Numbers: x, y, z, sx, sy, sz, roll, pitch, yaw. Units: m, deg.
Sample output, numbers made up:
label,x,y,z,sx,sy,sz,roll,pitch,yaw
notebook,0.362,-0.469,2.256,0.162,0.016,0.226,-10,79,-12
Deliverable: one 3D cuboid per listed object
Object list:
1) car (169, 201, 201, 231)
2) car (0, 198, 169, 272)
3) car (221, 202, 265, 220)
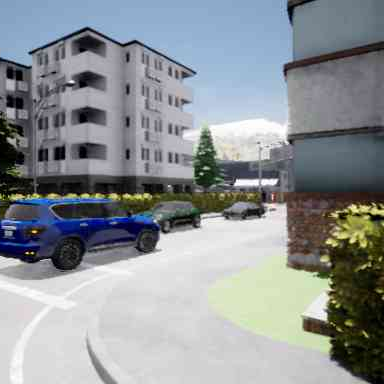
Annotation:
label,x,y,z,sx,sy,sz,roll,pitch,yaw
car,-1.396,1.353,19.853,2.097,1.767,4.553,0,0,35
car,-3.457,1.222,11.253,2.150,2.045,5.566,-1,-1,34
car,4.490,1.548,28.319,2.033,1.411,5.357,0,0,35
